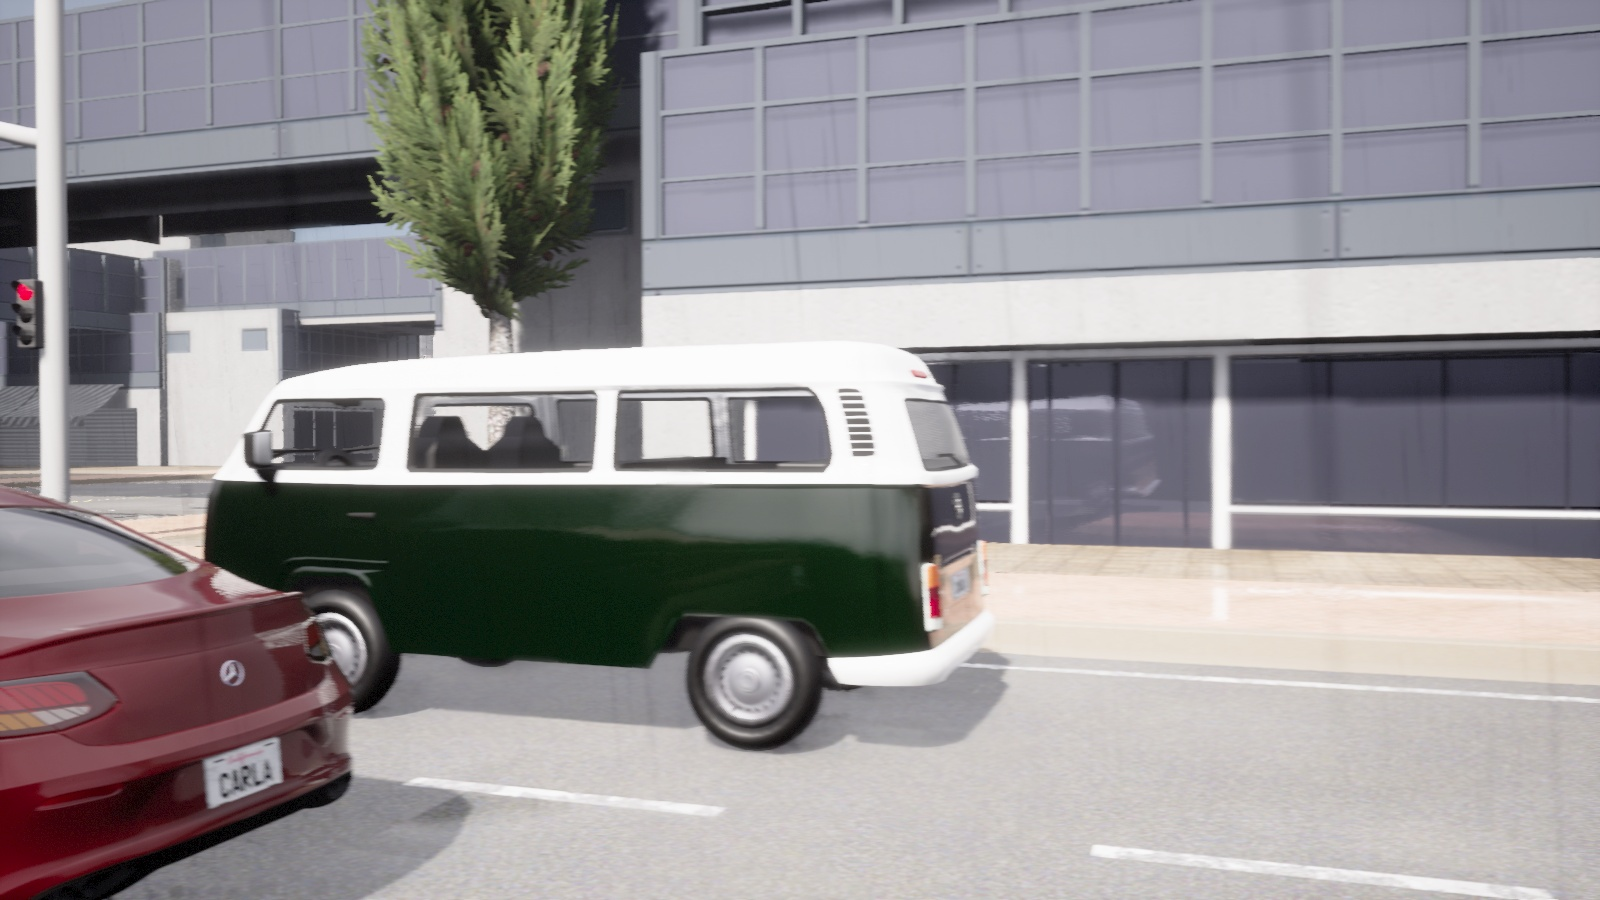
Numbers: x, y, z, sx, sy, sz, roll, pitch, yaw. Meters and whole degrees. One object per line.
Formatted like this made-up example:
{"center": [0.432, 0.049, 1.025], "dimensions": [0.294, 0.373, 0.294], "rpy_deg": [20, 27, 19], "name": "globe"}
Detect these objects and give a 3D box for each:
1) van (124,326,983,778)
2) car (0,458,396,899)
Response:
{"center": [-1.350, 0.427, 7.337], "dimensions": [4.480, 2.038, 2.069], "rpy_deg": [1, 1, 19], "name": "van"}
{"center": [-4.003, 0.765, 4.540], "dimensions": [4.674, 1.442, 1.812], "rpy_deg": [1, 1, 19], "name": "car"}
